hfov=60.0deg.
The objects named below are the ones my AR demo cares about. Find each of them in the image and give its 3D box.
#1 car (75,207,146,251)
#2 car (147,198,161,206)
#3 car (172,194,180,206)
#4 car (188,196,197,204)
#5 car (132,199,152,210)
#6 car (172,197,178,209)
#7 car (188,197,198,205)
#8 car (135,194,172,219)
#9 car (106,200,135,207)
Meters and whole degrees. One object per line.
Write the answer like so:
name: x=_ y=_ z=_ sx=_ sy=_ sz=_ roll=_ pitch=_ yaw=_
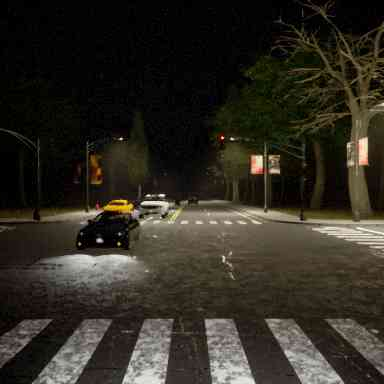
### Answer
car: x=-3.329 y=1.550 z=13.948 sx=1.994 sy=1.385 sz=4.181 roll=0 pitch=0 yaw=0
car: x=-6.507 y=1.744 z=57.346 sx=1.895 sy=1.301 sz=4.718 roll=0 pitch=0 yaw=0
car: x=-3.253 y=1.365 z=58.341 sx=2.150 sy=2.045 sz=5.566 roll=0 pitch=1 yaw=0
car: x=0.135 y=1.741 z=72.650 sx=1.882 sy=1.535 sz=5.008 roll=0 pitch=0 yaw=0
car: x=-6.538 y=1.620 z=43.912 sx=1.994 sy=1.385 sz=4.181 roll=0 pitch=0 yaw=1
car: x=-3.292 y=1.663 z=45.258 sx=1.895 sy=1.301 sz=4.718 roll=0 pitch=0 yaw=0
car: x=0.174 y=1.674 z=62.283 sx=2.128 sy=1.511 sz=4.902 roll=0 pitch=0 yaw=0
car: x=-3.311 y=1.240 z=29.848 sx=2.150 sy=2.045 sz=5.566 roll=0 pitch=0 yaw=0
car: x=-6.564 y=1.494 z=29.908 sx=1.882 sy=1.535 sz=5.008 roll=0 pitch=0 yaw=0
